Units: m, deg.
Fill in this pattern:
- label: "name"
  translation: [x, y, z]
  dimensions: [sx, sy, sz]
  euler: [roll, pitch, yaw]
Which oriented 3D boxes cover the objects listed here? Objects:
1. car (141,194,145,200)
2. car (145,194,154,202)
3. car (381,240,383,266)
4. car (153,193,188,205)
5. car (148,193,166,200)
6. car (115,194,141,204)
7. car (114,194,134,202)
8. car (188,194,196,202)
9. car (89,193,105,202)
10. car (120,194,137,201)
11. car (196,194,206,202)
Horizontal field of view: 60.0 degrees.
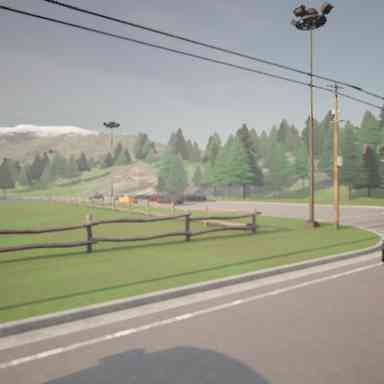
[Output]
- label: "car"
  translation: [-10.970, 1.124, 74.511]
  dimensions: [2.128, 1.511, 4.902]
  euler: [-1, 0, -35]
- label: "car"
  translation: [-6.152, 1.124, 61.504]
  dimensions: [1.882, 1.535, 5.008]
  euler: [-1, 0, -35]
- label: "car"
  translation: [6.798, 1.382, 8.732]
  dimensions: [4.902, 1.511, 2.128]
  euler: [-1, 0, -37]
- label: "car"
  translation: [-3.378, 1.238, 51.294]
  dimensions: [2.033, 1.411, 5.357]
  euler: [-1, 0, -35]
- label: "car"
  translation: [-8.013, 1.041, 76.388]
  dimensions: [1.882, 1.535, 5.008]
  euler: [-1, 0, -35]
- label: "car"
  translation: [-10.980, 1.196, 56.173]
  dimensions: [1.882, 1.535, 5.008]
  euler: [-1, 0, -35]
- label: "car"
  translation: [-13.657, 1.221, 66.244]
  dimensions: [2.033, 1.411, 5.357]
  euler: [-1, 0, -35]
- label: "car"
  translation: [-1.862, 1.116, 61.444]
  dimensions: [1.837, 1.490, 4.892]
  euler: [-1, 0, -35]
- label: "car"
  translation: [-19.590, 1.060, 68.519]
  dimensions: [2.097, 1.767, 4.553]
  euler: [-1, 0, -35]
- label: "car"
  translation: [-13.875, 1.158, 72.559]
  dimensions: [1.812, 1.442, 4.674]
  euler: [-1, 0, -35]
- label: "car"
  translation: [0.824, 1.082, 63.712]
  dimensions: [1.837, 1.490, 4.892]
  euler: [-1, 0, -35]
